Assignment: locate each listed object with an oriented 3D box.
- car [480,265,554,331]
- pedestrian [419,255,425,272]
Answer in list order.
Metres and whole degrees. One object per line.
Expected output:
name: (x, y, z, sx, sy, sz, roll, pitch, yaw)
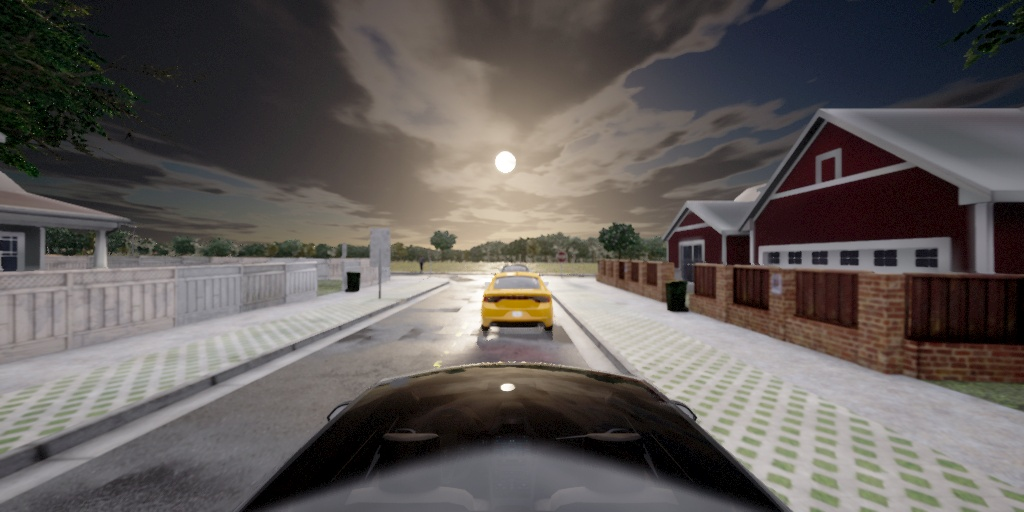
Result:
car: (0.142, 1.213, 10.975, 1.882, 1.535, 5.008, 0, 0, 0)
pedestrian: (-9.504, 0.767, 37.743, 0.375, 1.860, 0.375, 0, -1, 0)
